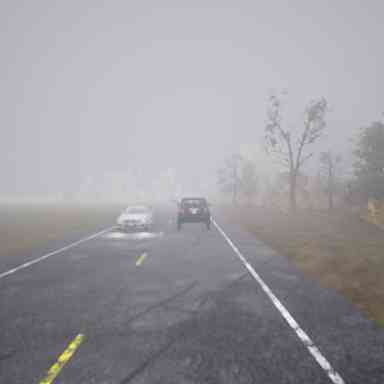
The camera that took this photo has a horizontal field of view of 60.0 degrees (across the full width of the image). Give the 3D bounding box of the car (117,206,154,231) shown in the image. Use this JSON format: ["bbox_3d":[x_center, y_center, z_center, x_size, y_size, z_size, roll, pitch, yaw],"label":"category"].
[{"bbox_3d":[-3.586,1.639,21.769,1.812,1.442,4.674,0,0,0],"label":"car"}]

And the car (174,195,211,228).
[{"bbox_3d":[0.115,1.341,23.068,2.150,2.045,5.566,0,0,0],"label":"car"}]

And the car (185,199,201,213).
[{"bbox_3d":[0.123,1.678,41.926,1.882,1.535,5.008,0,0,0],"label":"car"}]

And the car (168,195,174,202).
[{"bbox_3d":[-3.465,1.353,63.132,2.097,1.767,4.553,0,0,0],"label":"car"}]
